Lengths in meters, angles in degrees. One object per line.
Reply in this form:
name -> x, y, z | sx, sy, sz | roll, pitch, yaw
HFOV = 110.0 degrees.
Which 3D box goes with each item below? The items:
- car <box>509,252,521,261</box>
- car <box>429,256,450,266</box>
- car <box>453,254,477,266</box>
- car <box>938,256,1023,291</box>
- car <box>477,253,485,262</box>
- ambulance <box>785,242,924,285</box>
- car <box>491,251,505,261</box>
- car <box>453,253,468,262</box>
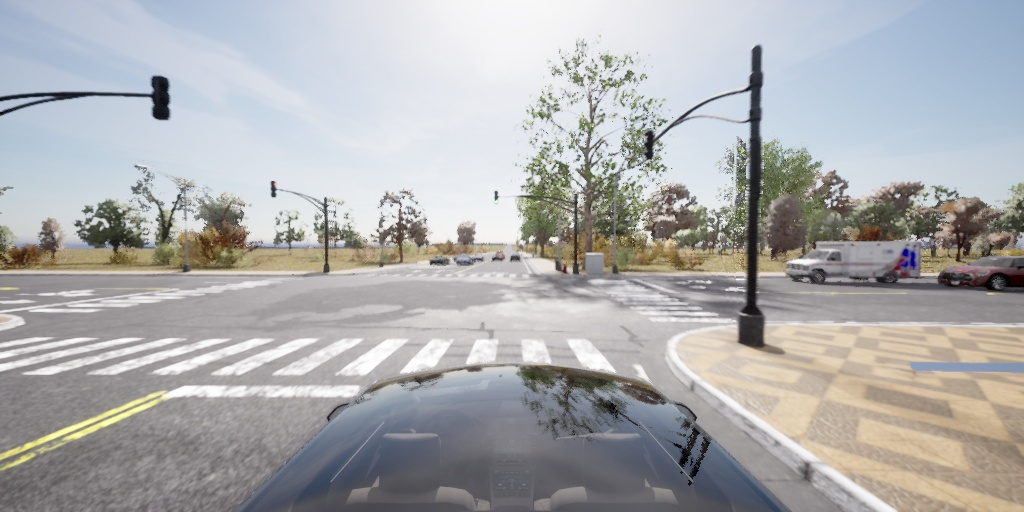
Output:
car -> 0.574, 0.197, 64.856 | 1.837, 1.490, 4.892 | 0, 1, 1
car -> -9.536, 0.595, 47.315 | 1.895, 1.301, 4.718 | 0, 1, 1
car -> -6.274, 0.511, 47.845 | 1.812, 1.442, 4.674 | 0, 1, 1
car -> 24.627, 0.785, 18.008 | 4.553, 1.767, 2.097 | 0, 2, 3
car -> -5.956, 0.258, 63.766 | 2.033, 1.411, 5.357 | 0, 1, 1
ambulance -> 20.087, 0.366, 21.373 | 6.366, 2.431, 2.351 | 0, 2, 3
car -> -2.668, 0.285, 65.327 | 1.895, 1.301, 4.718 | 0, 1, 1
car -> -9.204, 0.266, 64.083 | 1.994, 1.385, 4.181 | 0, 1, 1
